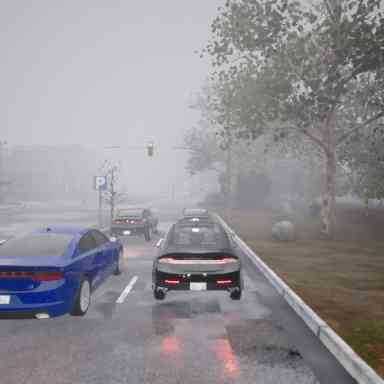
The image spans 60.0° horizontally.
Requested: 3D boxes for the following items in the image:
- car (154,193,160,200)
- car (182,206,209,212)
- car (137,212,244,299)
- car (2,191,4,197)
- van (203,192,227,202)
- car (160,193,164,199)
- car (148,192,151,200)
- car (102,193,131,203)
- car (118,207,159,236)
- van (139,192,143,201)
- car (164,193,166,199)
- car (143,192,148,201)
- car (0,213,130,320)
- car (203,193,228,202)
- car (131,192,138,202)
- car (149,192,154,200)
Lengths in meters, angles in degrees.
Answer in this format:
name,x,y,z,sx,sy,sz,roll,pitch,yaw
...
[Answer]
name,x,y,z,sx,sy,sz,roll,pitch,yaw
car,-11.396,1.357,85.692,4.674,1.452,2.002,-1,0,-12
car,0.184,1.530,17.879,1.837,1.490,4.892,0,0,0
car,0.117,1.503,8.467,2.128,1.511,4.902,0,0,0
car,-31.130,0.136,52.639,2.002,1.452,4.674,6,-3,-19
van,4.326,1.042,64.341,4.442,1.987,1.878,1,0,-14
car,-10.943,1.064,88.697,5.566,2.045,2.435,-1,0,-12
car,-12.589,1.359,76.709,4.674,1.452,2.002,-1,0,-13
car,-14.403,1.358,61.759,4.792,1.488,2.163,-1,0,-15
car,-2.826,1.530,16.965,1.837,1.490,4.892,0,0,1
van,-13.193,1.092,70.743,4.442,1.987,1.878,-1,0,-14
car,-10.519,1.315,91.676,5.008,1.535,2.097,-1,0,-12
car,-12.963,1.321,73.714,4.892,1.521,2.231,-1,0,-14
car,-2.886,1.487,7.534,1.882,1.535,5.008,0,0,0
car,4.712,1.141,67.311,4.553,1.767,2.185,1,0,-14
car,-13.756,1.315,64.751,5.366,1.575,1.946,-1,0,-15
car,-12.215,1.358,79.710,4.674,1.452,2.002,-1,0,-13
